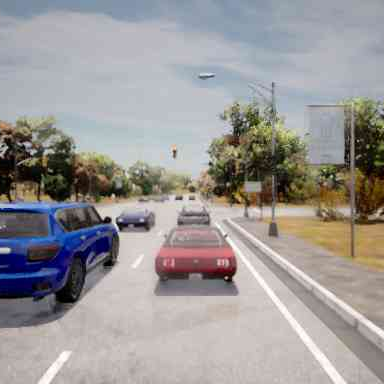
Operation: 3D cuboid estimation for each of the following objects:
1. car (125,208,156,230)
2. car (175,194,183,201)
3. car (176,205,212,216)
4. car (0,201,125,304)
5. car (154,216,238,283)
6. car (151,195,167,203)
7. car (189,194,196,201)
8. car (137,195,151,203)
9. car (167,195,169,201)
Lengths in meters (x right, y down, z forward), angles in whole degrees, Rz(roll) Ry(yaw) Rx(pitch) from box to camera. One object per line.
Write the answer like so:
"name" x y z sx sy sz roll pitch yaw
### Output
"car" -3.397 1.619 20.929 1.895 1.301 4.718 0 0 0
"car" -3.487 1.568 86.758 1.837 1.490 4.892 0 0 0
"car" 0.103 1.508 19.291 2.128 1.511 4.902 0 0 0
"car" -3.399 1.230 8.298 2.150 2.045 5.566 0 0 0
"car" 0.103 1.609 9.639 1.895 1.301 4.718 0 0 0
"car" -6.990 1.585 71.077 1.812 1.442 4.674 0 0 0
"car" 0.012 1.608 86.757 2.033 1.411 5.357 0 0 0
"car" -10.490 1.656 71.048 1.895 1.301 4.718 0 0 0
"car" -6.988 1.539 86.666 1.882 1.535 5.008 0 0 0
